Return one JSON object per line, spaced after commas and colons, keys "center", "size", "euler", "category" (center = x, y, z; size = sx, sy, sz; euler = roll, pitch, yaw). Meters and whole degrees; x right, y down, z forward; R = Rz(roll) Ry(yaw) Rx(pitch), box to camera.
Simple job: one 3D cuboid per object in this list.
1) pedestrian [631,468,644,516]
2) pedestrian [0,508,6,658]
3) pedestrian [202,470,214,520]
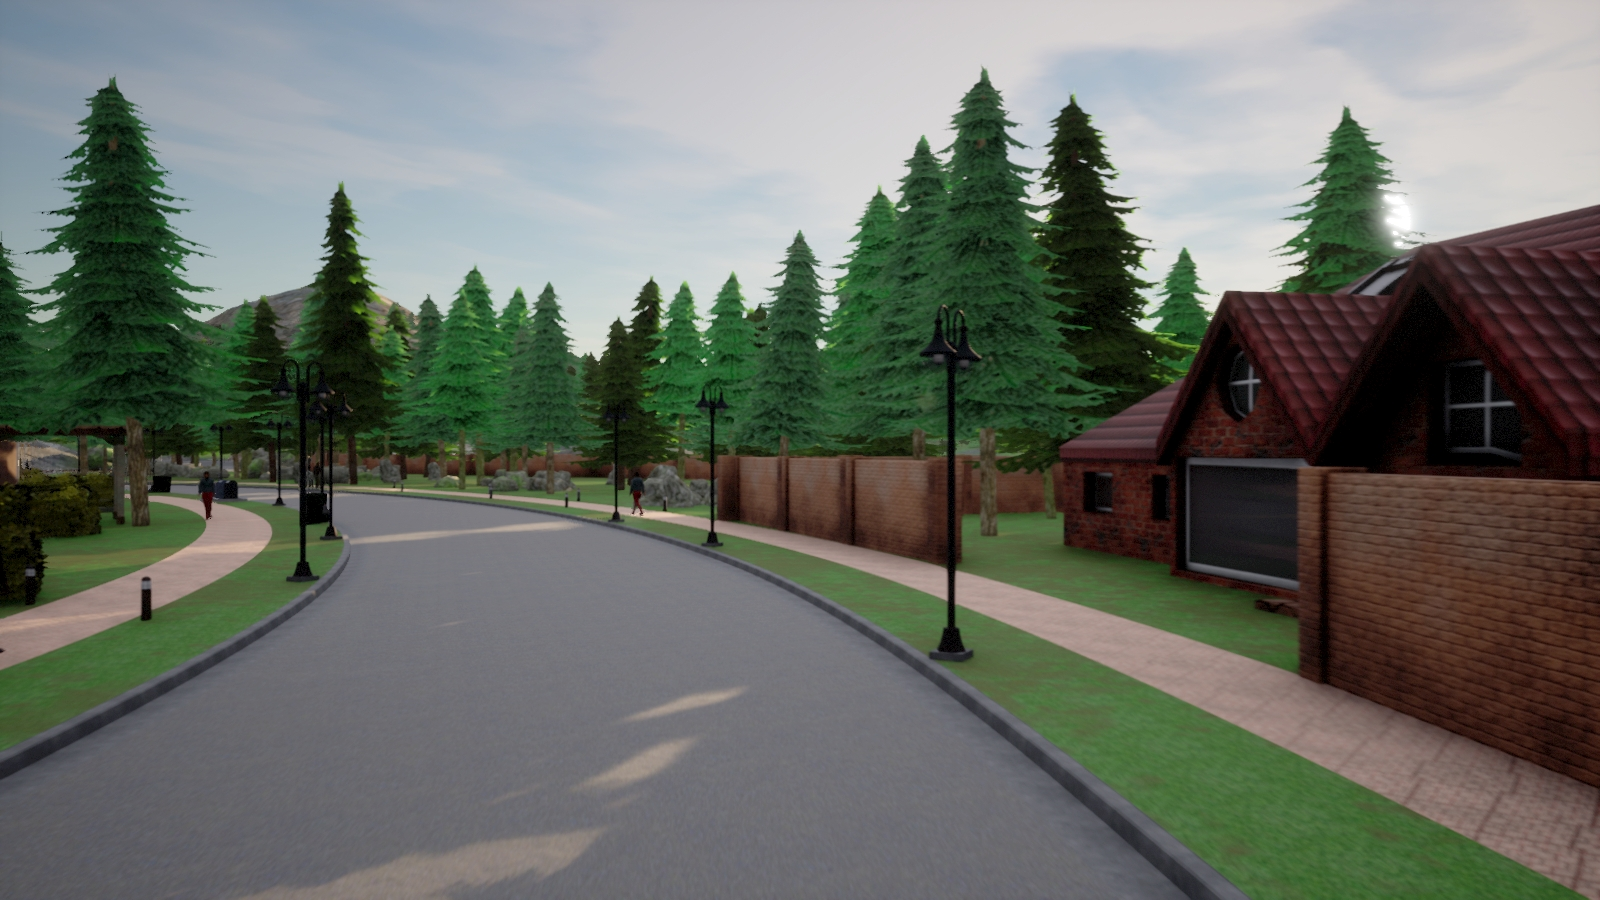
{"center": [-6.464, 1.669, 45.539], "size": [0.375, 1.860, 0.375], "euler": [0, 0, -38], "category": "pedestrian"}
{"center": [-10.179, 1.666, 14.184], "size": [0.375, 1.860, 0.375], "euler": [0, 0, -2], "category": "pedestrian"}
{"center": [-22.271, 1.669, 42.973], "size": [0.375, 1.860, 0.375], "euler": [0, 0, -26], "category": "pedestrian"}
